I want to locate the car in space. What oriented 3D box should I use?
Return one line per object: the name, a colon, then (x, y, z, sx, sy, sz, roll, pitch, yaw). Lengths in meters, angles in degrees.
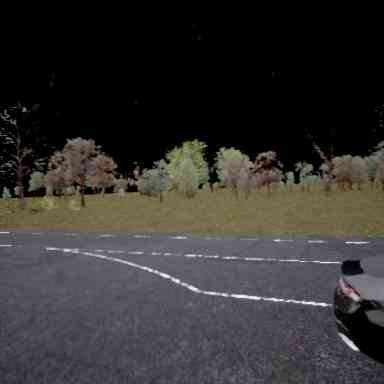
car: (4.088, 1.277, 3.394, 4.902, 1.511, 2.128, -3, 1, 26)
